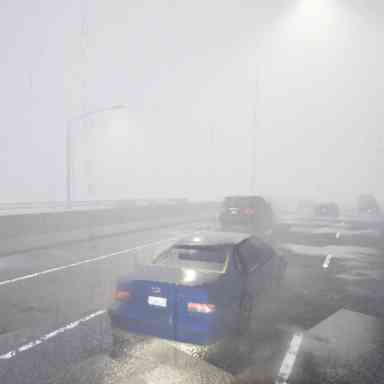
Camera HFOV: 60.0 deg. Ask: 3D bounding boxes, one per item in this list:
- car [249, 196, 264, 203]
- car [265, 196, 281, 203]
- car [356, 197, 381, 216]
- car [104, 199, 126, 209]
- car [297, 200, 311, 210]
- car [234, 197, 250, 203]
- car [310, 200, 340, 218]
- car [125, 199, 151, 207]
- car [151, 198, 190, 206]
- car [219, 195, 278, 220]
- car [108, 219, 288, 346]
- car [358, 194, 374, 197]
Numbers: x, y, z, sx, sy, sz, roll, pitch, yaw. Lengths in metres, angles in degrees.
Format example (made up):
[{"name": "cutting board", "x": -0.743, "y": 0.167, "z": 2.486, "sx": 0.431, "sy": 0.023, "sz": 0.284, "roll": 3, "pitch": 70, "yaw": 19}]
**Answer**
[{"name": "car", "x": 14.116, "y": 1.600, "z": 72.212, "sx": 1.837, "sy": 1.490, "sz": 4.892, "roll": 0, "pitch": 0, "yaw": 28}, {"name": "car", "x": 17.201, "y": 1.639, "z": 70.559, "sx": 2.033, "sy": 1.411, "sz": 5.357, "roll": 0, "pitch": 0, "yaw": 28}, {"name": "car", "x": 17.799, "y": 1.535, "z": 33.572, "sx": 1.837, "sy": 1.490, "sz": 4.892, "roll": 0, "pitch": 0, "yaw": 27}, {"name": "car", "x": -7.826, "y": 1.524, "z": 37.586, "sx": 1.837, "sy": 1.490, "sz": 4.892, "roll": 0, "pitch": 0, "yaw": 27}, {"name": "car", "x": 15.152, "y": 1.644, "z": 43.766, "sx": 1.895, "sy": 1.301, "sz": 4.718, "roll": 0, "pitch": 0, "yaw": 27}, {"name": "car", "x": 11.212, "y": 1.696, "z": 74.207, "sx": 1.895, "sy": 1.301, "sz": 4.718, "roll": 0, "pitch": 0, "yaw": 28}, {"name": "car", "x": 12.525, "y": 1.588, "z": 30.873, "sx": 1.994, "sy": 1.385, "sz": 4.181, "roll": 0, "pitch": 0, "yaw": 27}, {"name": "car", "x": -4.799, "y": 1.583, "z": 35.814, "sx": 1.994, "sy": 1.385, "sz": 4.181, "roll": 0, "pitch": 0, "yaw": 27}, {"name": "car", "x": -1.785, "y": 1.371, "z": 34.013, "sx": 2.097, "sy": 1.767, "sz": 4.553, "roll": 0, "pitch": 0, "yaw": 27}, {"name": "car", "x": 3.508, "y": 1.231, "z": 20.671, "sx": 2.150, "sy": 2.045, "sz": 5.566, "roll": 0, "pitch": 0, "yaw": 26}, {"name": "car", "x": 0.621, "y": 1.549, "z": 6.824, "sx": 2.033, "sy": 1.411, "sz": 5.357, "roll": 0, "pitch": 0, "yaw": 26}, {"name": "car", "x": 22.360, "y": 1.269, "z": 42.715, "sx": 2.150, "sy": 2.045, "sz": 5.566, "roll": 0, "pitch": 0, "yaw": 27}]
